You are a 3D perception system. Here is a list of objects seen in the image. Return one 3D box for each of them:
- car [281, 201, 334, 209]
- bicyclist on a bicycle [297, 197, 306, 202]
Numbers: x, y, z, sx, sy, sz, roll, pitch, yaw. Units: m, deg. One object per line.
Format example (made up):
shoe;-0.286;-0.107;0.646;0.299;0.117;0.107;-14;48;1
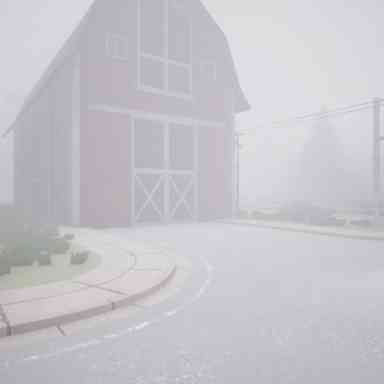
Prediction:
car;10.756;1.574;31.010;2.033;1.411;5.357;0;0;-35
bicyclist on a bicycle;13.338;1.322;40.263;1.656;1.620;0.582;46;-25;-24
